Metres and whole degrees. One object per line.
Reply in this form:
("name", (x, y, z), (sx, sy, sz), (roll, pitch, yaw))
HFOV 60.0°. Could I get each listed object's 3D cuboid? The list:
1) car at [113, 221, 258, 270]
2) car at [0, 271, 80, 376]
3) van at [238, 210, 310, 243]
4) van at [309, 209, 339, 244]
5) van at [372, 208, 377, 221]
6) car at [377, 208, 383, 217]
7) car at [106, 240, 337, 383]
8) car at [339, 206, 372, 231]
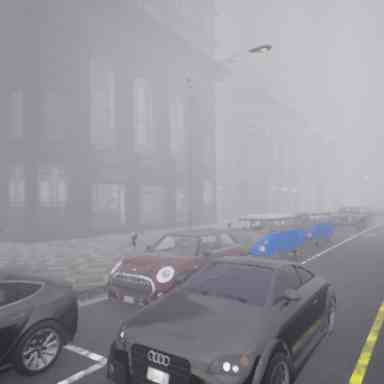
("car", (-0.157, 1.723, 8.471), (1.967, 1.590, 4.097), (-2, -2, 35))
("car", (-3.394, 1.726, 3.854), (1.947, 1.339, 4.313), (-2, -2, 35))
("van", (3.079, 1.747, 13.086), (1.690, 1.788, 3.998), (-2, -2, 35))
("van", (6.317, 1.871, 17.699), (1.690, 1.788, 3.998), (-2, -2, 35))
("van", (16.030, 2.245, 31.534), (1.690, 1.788, 3.998), (-2, -2, 35))
("car", (25.745, 2.829, 45.365), (1.887, 1.381, 4.507), (-2, -2, 35))
("car", (0.787, 1.728, 5.010), (1.994, 1.385, 4.181), (-2, -2, 35))
("car", (12.792, 2.094, 26.923), (2.192, 1.841, 5.009), (-2, -2, 35))
